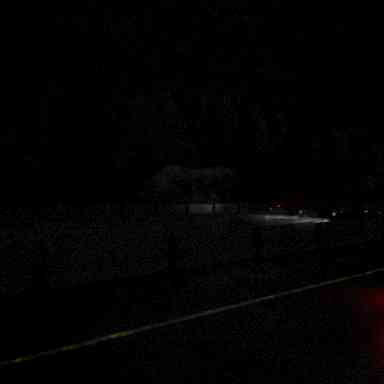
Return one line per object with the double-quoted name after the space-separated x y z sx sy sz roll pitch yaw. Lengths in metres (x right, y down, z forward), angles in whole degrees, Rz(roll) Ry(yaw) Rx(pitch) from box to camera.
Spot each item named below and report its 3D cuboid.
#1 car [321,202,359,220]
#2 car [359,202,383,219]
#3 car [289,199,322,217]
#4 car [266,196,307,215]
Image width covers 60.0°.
14.777 1.778 31.282 4.902 1.511 2.128 1 0 -35 "car"
16.660 1.651 28.328 4.553 1.767 2.097 1 0 -35 "car"
12.735 1.762 34.124 4.902 1.511 2.128 1 0 -35 "car"
10.688 1.476 36.962 5.566 2.045 2.150 1 0 -35 "car"
